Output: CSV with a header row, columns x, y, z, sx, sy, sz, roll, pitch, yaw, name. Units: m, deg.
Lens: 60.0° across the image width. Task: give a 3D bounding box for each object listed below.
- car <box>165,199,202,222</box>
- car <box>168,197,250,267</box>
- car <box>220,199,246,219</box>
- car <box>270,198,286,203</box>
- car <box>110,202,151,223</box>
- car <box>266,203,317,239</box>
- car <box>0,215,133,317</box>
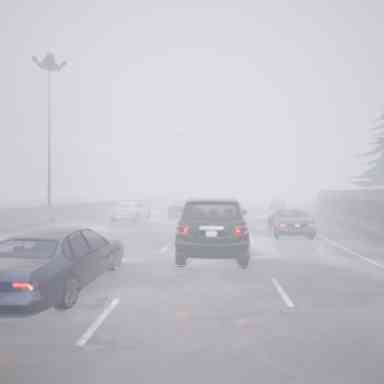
x,y,z,sx,sy,sz,roll,pitch,yaw,name
-0.520,1.392,26.553,1.882,1.535,5.008,0,0,11,car
0.728,1.187,11.456,2.150,2.045,5.566,0,0,5,car
3.709,1.444,29.551,1.812,1.442,4.674,0,0,13,car
10.677,1.468,41.158,1.994,1.385,4.181,0,0,18,car
-4.472,1.434,24.507,1.812,1.442,4.674,0,0,10,car
4.930,1.510,17.004,2.033,1.411,5.357,0,0,8,car
-3.086,1.513,7.697,2.033,1.411,5.357,0,0,4,car
